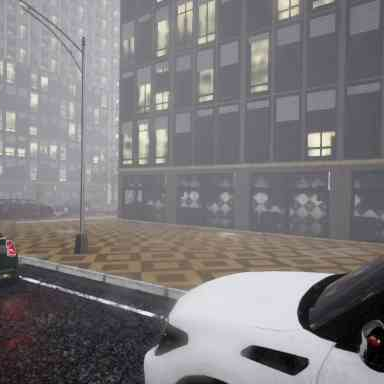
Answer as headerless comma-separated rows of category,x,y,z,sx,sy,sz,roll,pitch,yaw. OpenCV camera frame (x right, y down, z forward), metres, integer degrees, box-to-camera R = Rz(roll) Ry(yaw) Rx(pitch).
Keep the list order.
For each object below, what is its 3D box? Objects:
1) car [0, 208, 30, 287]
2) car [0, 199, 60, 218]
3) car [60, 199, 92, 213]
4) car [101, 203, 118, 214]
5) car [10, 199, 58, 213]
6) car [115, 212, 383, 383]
car,-6.237,1.348,8.106,4.553,1.767,2.097,0,0,35
car,-15.199,1.518,30.221,2.192,1.841,5.009,1,0,36
car,-14.637,1.692,40.744,1.837,1.490,4.892,1,0,36
car,-8.417,1.829,39.444,1.752,1.417,4.829,1,0,36
car,-18.712,1.641,39.590,1.752,1.417,4.829,1,0,36
car,2.232,1.222,2.091,5.566,2.045,2.150,0,0,36
